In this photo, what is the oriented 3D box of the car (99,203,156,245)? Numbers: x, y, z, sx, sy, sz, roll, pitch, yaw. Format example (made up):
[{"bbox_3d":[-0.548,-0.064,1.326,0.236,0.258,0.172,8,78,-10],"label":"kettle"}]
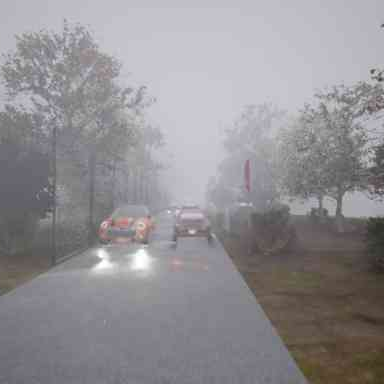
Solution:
[{"bbox_3d":[-2.965,1.433,16.026,2.097,1.767,4.553,1,-1,-1],"label":"car"}]

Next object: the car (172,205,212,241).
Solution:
[{"bbox_3d":[0.003,1.624,17.128,1.812,1.442,4.674,0,-1,0],"label":"car"}]

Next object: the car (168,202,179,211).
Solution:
[{"bbox_3d":[-3.117,2.414,56.749,1.812,1.442,4.674,0,-2,0],"label":"car"}]

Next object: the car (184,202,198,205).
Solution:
[{"bbox_3d":[-0.129,1.839,35.345,1.882,1.535,5.008,0,-1,0],"label":"car"}]
